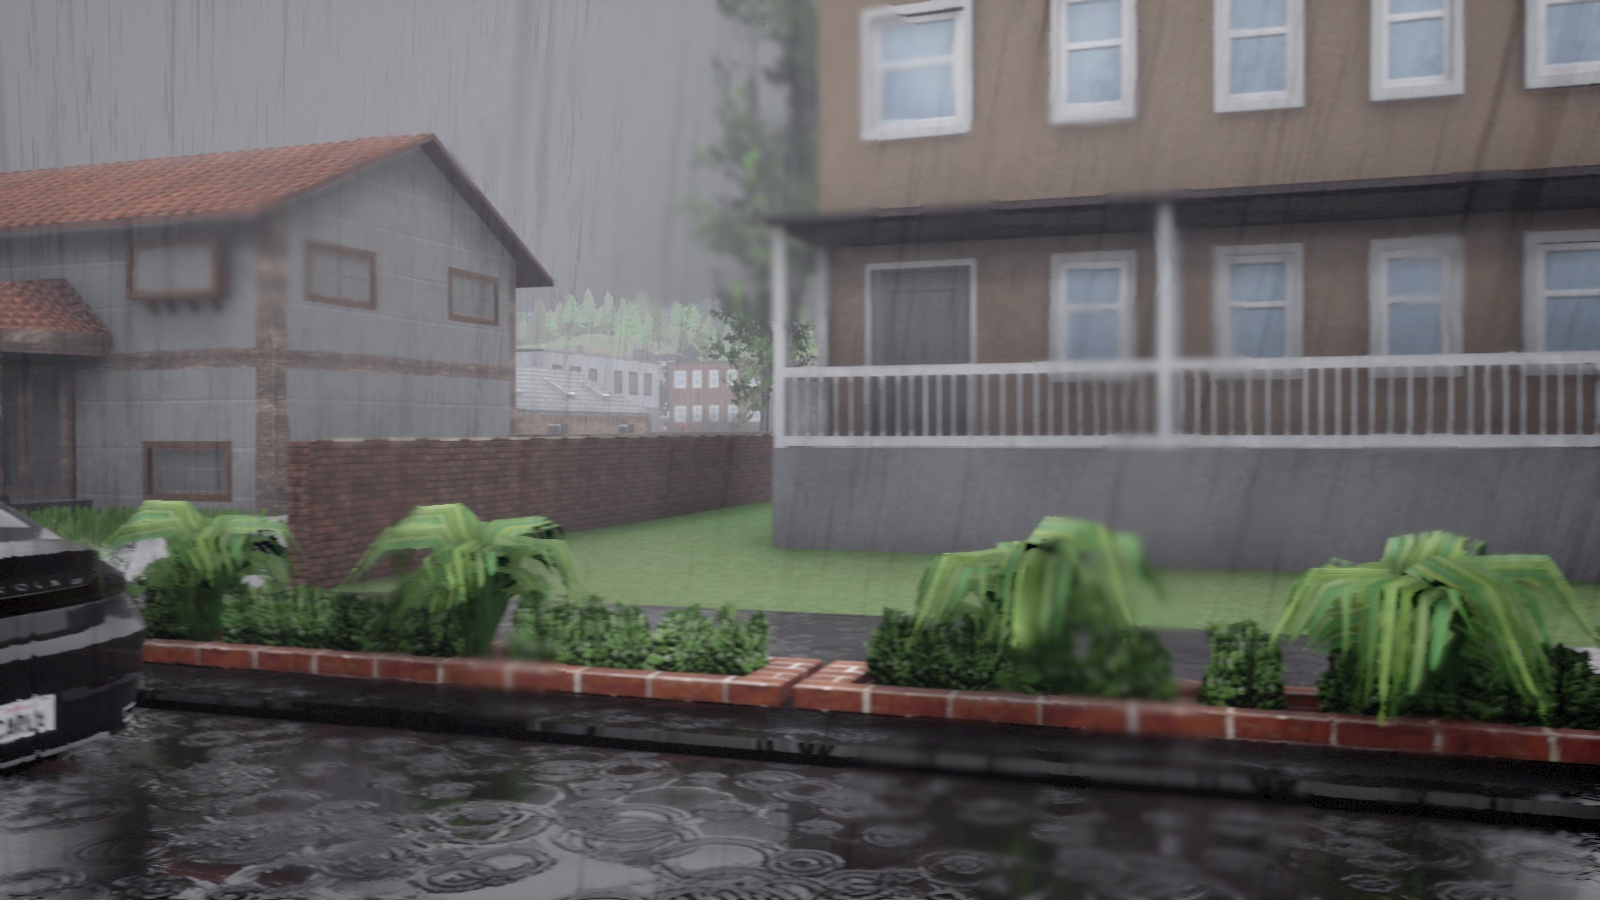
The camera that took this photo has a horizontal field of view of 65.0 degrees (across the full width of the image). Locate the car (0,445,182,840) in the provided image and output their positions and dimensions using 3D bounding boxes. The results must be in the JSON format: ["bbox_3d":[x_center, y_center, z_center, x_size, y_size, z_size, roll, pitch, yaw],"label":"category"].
[{"bbox_3d":[-5.379,0.723,5.530,4.892,1.490,1.837,1,1,19],"label":"car"}]
